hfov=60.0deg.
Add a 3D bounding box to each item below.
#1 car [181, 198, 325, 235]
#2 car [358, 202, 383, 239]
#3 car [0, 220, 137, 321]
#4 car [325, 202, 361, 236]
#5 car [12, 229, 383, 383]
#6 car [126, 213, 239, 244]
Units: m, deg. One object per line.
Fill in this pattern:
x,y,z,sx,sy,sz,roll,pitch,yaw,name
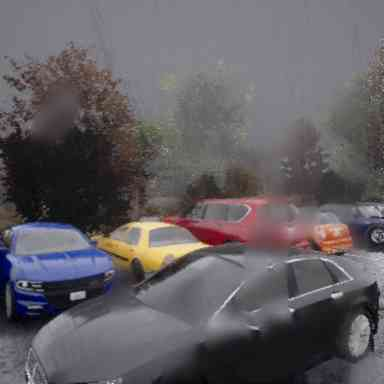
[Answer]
1.040,1.227,10.838,2.435,2.045,5.566,0,0,-36,car
7.839,1.349,15.694,2.185,1.767,4.553,0,0,-36,car
-3.379,1.480,7.657,2.097,1.535,5.008,0,0,-36,car
3.443,1.351,12.480,2.185,1.767,4.553,0,0,-36,car
0.564,1.506,4.329,4.892,1.490,1.837,1,0,-35,car
-1.318,1.476,9.349,1.946,1.575,5.366,0,0,-36,car
